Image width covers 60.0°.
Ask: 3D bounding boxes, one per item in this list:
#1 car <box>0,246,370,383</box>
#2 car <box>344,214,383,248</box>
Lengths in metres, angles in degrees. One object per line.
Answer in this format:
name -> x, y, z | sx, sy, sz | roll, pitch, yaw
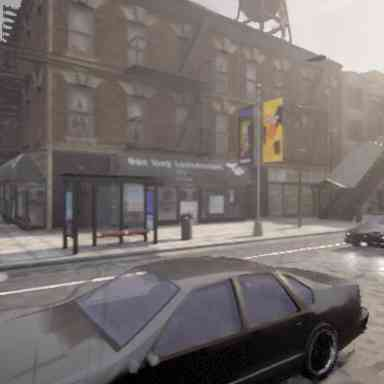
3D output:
car -> -0.018, 1.559, 3.966 | 5.357, 1.411, 2.033 | 0, 0, -35
car -> 8.834, 1.646, 14.363 | 5.357, 1.411, 2.033 | 0, 0, -34
